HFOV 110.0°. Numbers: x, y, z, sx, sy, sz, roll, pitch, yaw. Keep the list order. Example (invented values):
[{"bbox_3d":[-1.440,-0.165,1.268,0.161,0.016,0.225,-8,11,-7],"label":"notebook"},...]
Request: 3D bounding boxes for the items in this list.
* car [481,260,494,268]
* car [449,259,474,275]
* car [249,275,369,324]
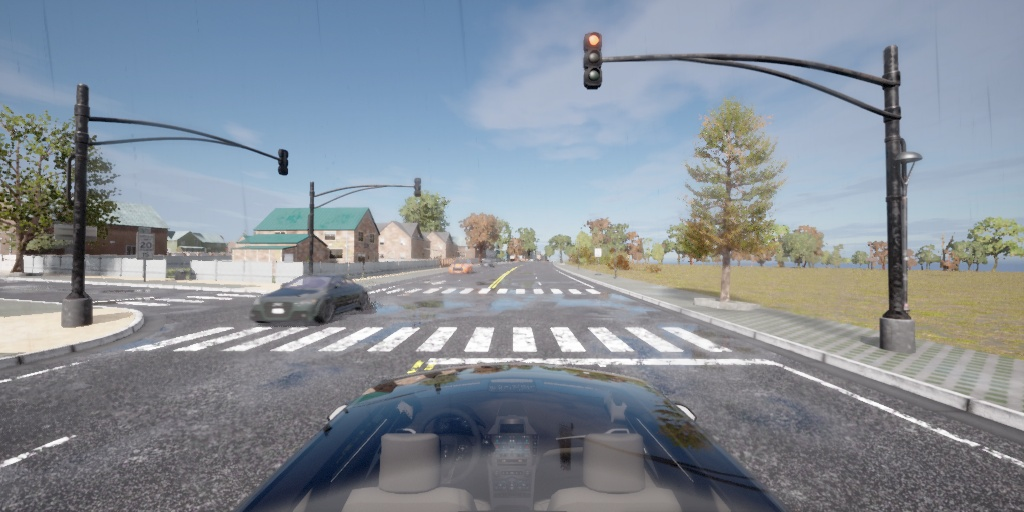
[{"bbox_3d":[-4.267,1.351,62.920,1.812,1.442,4.674,0,0,4],"label":"car"},{"bbox_3d":[-5.587,1.143,39.797,2.097,1.767,4.553,0,0,3],"label":"car"},{"bbox_3d":[-6.404,1.324,11.840,1.994,1.385,4.181,0,0,1],"label":"car"}]
